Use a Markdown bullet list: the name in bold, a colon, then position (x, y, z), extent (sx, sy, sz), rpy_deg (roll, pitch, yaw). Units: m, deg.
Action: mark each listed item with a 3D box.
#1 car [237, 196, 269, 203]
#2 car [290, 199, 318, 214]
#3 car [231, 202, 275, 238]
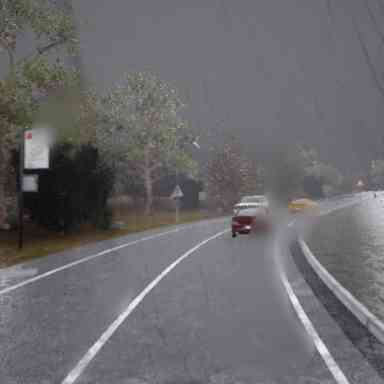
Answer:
- **car**: position (5.771, 1.393, 31.727), extent (2.150, 2.045, 5.566), rpy_deg (-3, -1, 29)
- **car**: position (11.662, 1.437, 34.629), extent (1.882, 1.535, 5.008), rpy_deg (-3, 0, 32)
- **car**: position (3.425, 1.525, 18.150), extent (1.882, 1.535, 5.008), rpy_deg (-1, 0, 18)
